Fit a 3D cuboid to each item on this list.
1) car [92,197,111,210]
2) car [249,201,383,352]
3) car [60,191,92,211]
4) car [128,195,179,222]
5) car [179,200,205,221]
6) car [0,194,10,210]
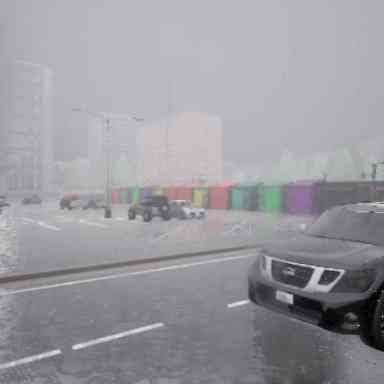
[{"bbox_3d":[-11.236,1.364,39.893,1.784,1.438,3.905,0,0,-37],"label":"car"},{"bbox_3d":[3.642,1.226,6.531,5.566,2.045,2.150,0,0,-35],"label":"car"},{"bbox_3d":[-13.589,1.152,38.203,1.932,1.855,4.605,0,0,-37],"label":"car"},{"bbox_3d":[-3.037,1.158,24.217,1.905,1.878,3.866,0,0,-37],"label":"car"},{"bbox_3d":[-0.717,1.398,25.949,1.970,1.475,3.806,0,0,-37],"label":"car"},{"bbox_3d":[-27.081,1.148,46.899,1.932,1.855,4.605,0,0,-37],"label":"car"}]
